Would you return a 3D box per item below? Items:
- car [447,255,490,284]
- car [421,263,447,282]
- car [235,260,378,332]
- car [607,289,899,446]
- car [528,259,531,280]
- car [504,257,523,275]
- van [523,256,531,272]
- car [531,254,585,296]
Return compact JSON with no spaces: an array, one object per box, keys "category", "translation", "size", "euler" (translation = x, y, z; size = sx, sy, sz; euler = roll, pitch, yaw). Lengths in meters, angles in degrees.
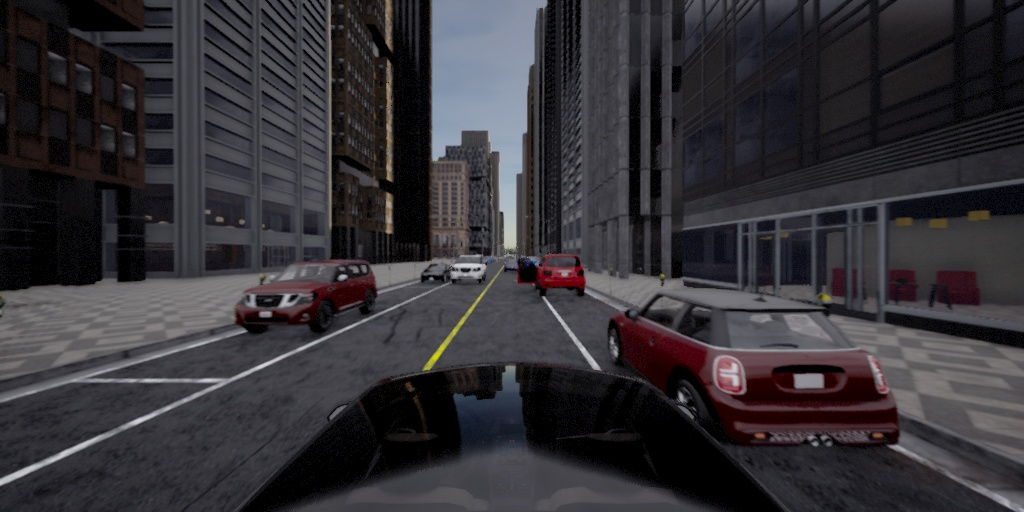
[{"category":"car","translation":[-3.104,0.910,26.636],"size":[2.150,2.045,5.566],"euler":[0,0,0]},{"category":"car","translation":[-5.770,1.248,27.828],"size":[1.948,1.339,4.313],"euler":[0,0,0]},{"category":"car","translation":[-5.766,1.040,10.906],"size":[2.192,1.841,5.009],"euler":[0,0,0]},{"category":"car","translation":[2.761,1.181,5.273],"size":[1.967,1.591,4.097],"euler":[0,0,0]},{"category":"car","translation":[2.754,1.214,33.476],"size":[1.888,1.381,4.507],"euler":[0,0,0]},{"category":"car","translation":[0.050,1.205,43.832],"size":[1.994,1.385,4.181],"euler":[0,0,0]},{"category":"van","translation":[2.750,0.966,50.398],"size":[1.690,1.789,3.998],"euler":[0,0,0]},{"category":"car","translation":[2.390,0.927,18.967],"size":[2.150,2.045,5.566],"euler":[0,0,0]}]
